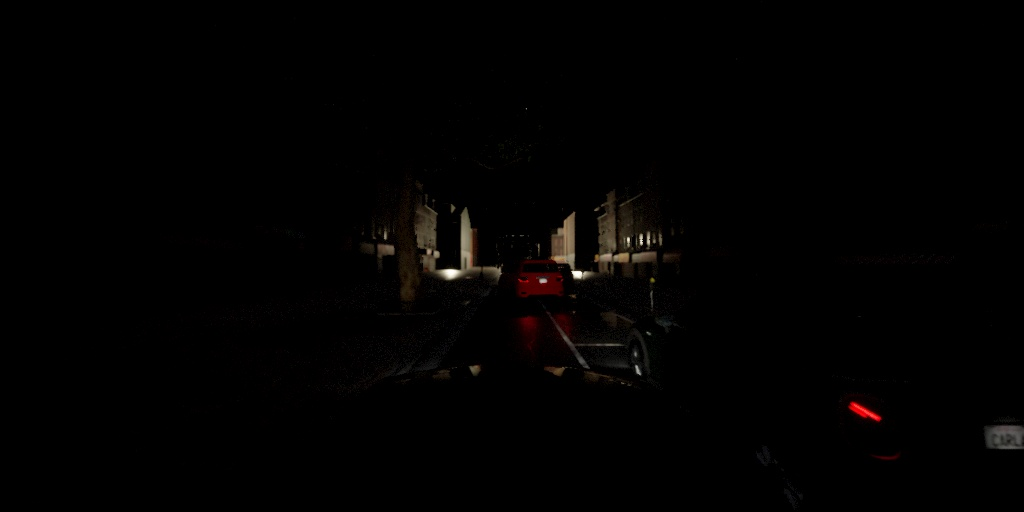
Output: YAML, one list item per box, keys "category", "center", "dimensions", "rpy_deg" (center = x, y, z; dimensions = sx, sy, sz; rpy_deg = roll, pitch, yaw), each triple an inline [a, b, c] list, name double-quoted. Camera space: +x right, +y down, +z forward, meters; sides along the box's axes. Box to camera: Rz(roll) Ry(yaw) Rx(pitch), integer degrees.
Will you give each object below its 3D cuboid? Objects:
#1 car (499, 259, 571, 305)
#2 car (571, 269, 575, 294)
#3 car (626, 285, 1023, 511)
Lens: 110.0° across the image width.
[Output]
- category: "car"
  center: [0.788, 1.180, 17.639]
  dimensions: [2.150, 2.045, 5.566]
  rpy_deg: [0, -1, -11]
- category: "car"
  center: [2.632, 1.336, 22.401]
  dimensions: [2.192, 1.841, 5.009]
  rpy_deg: [0, 0, 0]
- category: "car"
  center: [2.987, 1.137, 4.283]
  dimensions: [2.097, 1.767, 4.553]
  rpy_deg: [0, -1, 0]
